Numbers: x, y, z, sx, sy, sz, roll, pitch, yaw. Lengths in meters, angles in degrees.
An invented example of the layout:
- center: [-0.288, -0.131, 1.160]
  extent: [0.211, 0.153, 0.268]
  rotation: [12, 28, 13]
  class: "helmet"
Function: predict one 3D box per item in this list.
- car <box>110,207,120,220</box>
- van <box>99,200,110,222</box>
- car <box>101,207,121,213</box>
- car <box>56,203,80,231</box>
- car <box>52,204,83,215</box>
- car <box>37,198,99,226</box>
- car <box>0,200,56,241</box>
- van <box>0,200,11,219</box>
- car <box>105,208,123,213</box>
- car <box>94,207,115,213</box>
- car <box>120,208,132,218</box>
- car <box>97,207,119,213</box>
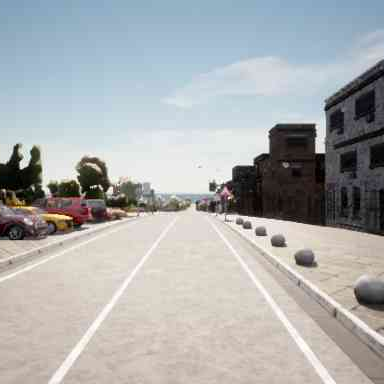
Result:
- center: [-9.569, 1.813, 31.377]
  extent: [4.553, 1.767, 2.185]
  rotation: [0, -2, 0]
  class: "car"
- center: [-9.641, 1.614, 28.345]
  extent: [4.442, 1.987, 1.878]
  rotation: [0, -2, 0]
  class: "van"
- center: [-21.779, 4.858, 89.661]
  extent: [5.008, 1.535, 2.097]
  rotation: [0, -3, 0]
  class: "car"
- center: [-9.469, 1.591, 19.233]
  extent: [5.008, 1.535, 2.097]
  rotation: [0, -1, -1]
  class: "car"
- center: [-21.941, 3.079, 58.827]
  extent: [4.553, 1.767, 2.185]
  rotation: [0, -3, 0]
  class: "car"
- center: [-9.519, 1.409, 22.156]
  extent: [5.566, 2.045, 2.435]
  rotation: [0, -2, 0]
  class: "car"
- center: [-9.469, 1.395, 16.201]
  extent: [4.553, 1.767, 2.185]
  rotation: [0, -1, -1]
  class: "car"
- center: [-21.705, 1.841, 34.892]
  extent: [4.442, 1.987, 1.878]
  rotation: [0, -2, 0]
  class: "van"
- center: [-21.757, 5.066, 92.803]
  extent: [4.674, 1.452, 2.002]
  rotation: [0, -3, 0]
  class: "car"
- center: [-21.800, 4.547, 83.119]
  extent: [4.674, 1.452, 2.002]
  rotation: [0, -3, 0]
  class: "car"
- center: [-9.366, 2.041, 34.290]
  extent: [5.366, 1.575, 1.946]
  rotation: [0, -2, 0]
  class: "car"
- center: [-21.782, 4.684, 86.392]
  extent: [4.892, 1.521, 2.231]
  rotation: [0, -3, 0]
  class: "car"
